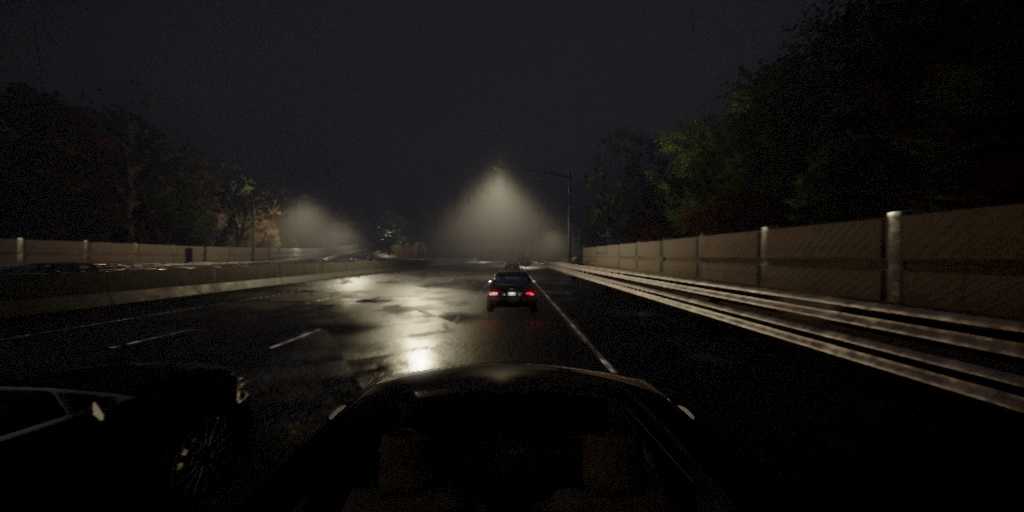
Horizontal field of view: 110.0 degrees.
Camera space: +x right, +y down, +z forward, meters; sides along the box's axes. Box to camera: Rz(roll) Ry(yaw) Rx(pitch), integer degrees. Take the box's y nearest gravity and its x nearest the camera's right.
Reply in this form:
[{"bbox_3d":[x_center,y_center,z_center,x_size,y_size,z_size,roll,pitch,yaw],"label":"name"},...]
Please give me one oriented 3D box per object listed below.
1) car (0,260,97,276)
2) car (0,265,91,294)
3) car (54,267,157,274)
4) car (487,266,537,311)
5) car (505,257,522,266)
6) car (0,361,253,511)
[{"bbox_3d":[-24.585,1.122,18.992,2.097,1.767,4.553,0,0,0],"label":"car"},{"bbox_3d":[-28.079,1.280,20.656,1.837,1.490,4.892,0,-1,0],"label":"car"},{"bbox_3d":[-21.075,1.373,19.717,1.895,1.301,4.718,0,0,0],"label":"car"},{"bbox_3d":[0.001,1.311,14.470,2.033,1.411,5.357,0,0,0],"label":"car"},{"bbox_3d":[0.045,1.315,49.128,1.882,1.535,5.008,0,0,1],"label":"car"},{"bbox_3d":[-3.397,1.241,1.449,2.128,1.511,4.902,0,0,0],"label":"car"}]
